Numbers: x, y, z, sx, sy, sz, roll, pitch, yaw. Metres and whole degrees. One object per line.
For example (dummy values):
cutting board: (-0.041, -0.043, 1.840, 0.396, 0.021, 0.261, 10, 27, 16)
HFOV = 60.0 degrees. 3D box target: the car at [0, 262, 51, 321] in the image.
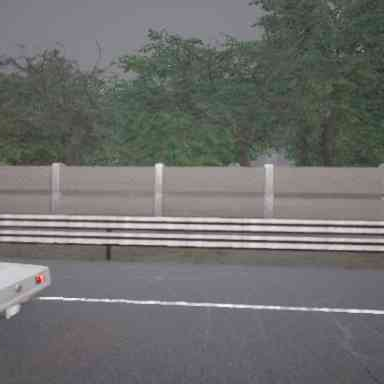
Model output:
car: (-4.945, 1.511, 5.317, 4.718, 1.301, 1.895, 1, 0, 5)
